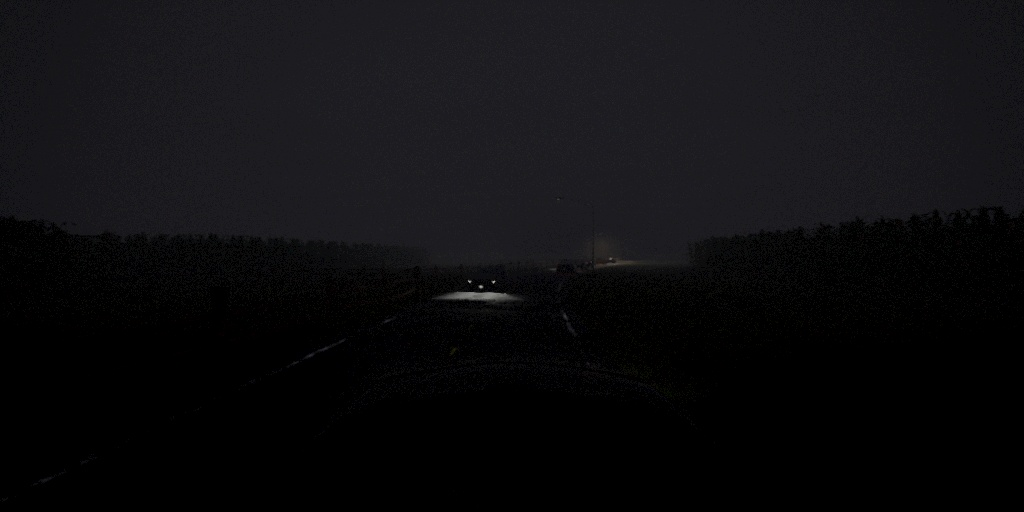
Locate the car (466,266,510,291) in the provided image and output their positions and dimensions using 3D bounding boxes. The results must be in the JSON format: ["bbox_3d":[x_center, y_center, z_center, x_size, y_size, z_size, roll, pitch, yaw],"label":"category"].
[{"bbox_3d":[-1.312,1.294,22.098,2.033,1.411,5.357,0,0,8],"label":"car"}]

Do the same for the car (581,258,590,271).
[{"bbox_3d":[9.157,1.213,49.547,1.882,1.535,5.008,0,0,20],"label":"car"}]

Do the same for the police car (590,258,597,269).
[{"bbox_3d":[11.294,1.153,55.174,1.930,1.638,5.238,0,0,22],"label":"police car"}]

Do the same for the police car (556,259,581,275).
[{"bbox_3d":[6.203,1.173,40.268,1.930,1.638,5.238,0,0,16],"label":"police car"}]
